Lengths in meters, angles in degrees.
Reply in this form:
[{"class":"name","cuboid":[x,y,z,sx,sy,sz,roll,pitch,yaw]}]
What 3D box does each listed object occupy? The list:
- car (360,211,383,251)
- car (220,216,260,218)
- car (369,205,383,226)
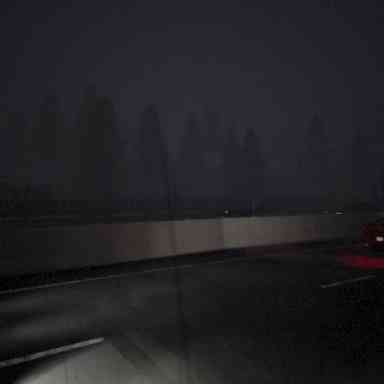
[{"class":"car","cuboid":[8.686,1.473,12.587,5.008,1.535,1.882,0,0,-27]},{"class":"car","cuboid":[4.205,1.555,26.191,4.718,1.301,1.895,0,0,-25]},{"class":"car","cuboid":[14.894,1.591,23.136,4.718,1.301,1.895,0,0,-20]}]
